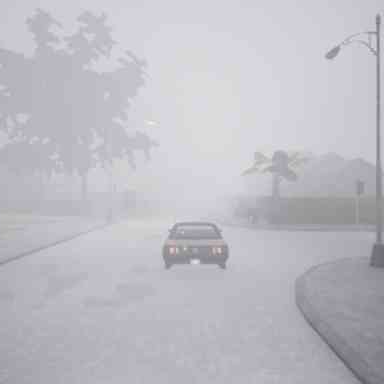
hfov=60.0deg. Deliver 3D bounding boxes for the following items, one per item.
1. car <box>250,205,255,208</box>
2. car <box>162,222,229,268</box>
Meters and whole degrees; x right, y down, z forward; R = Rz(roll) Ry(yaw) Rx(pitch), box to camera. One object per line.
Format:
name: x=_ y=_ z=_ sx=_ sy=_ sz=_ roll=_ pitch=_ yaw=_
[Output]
car: x=8.896 y=1.572 z=35.634 sx=5.357 sy=1.415 sz=2.033 roll=0 pitch=0 yaw=3
car: x=0.101 y=1.671 z=11.494 sx=1.895 sy=1.301 sz=4.718 roll=0 pitch=0 yaw=0
